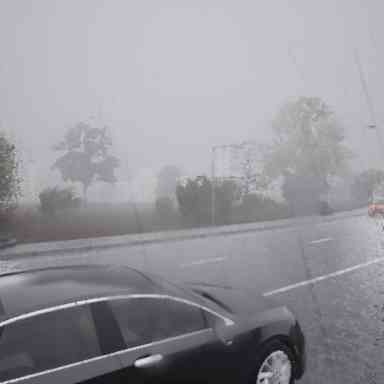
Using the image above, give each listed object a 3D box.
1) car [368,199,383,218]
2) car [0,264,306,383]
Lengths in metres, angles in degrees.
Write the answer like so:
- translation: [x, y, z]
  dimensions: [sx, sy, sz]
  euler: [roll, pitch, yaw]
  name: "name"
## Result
- translation: [17.127, 1.372, 29.344]
  dimensions: [2.097, 1.767, 4.553]
  euler: [0, 0, 41]
  name: "car"
- translation: [-0.884, 1.514, 3.248]
  dimensions: [4.892, 1.490, 1.837]
  euler: [0, 0, -36]
  name: "car"
